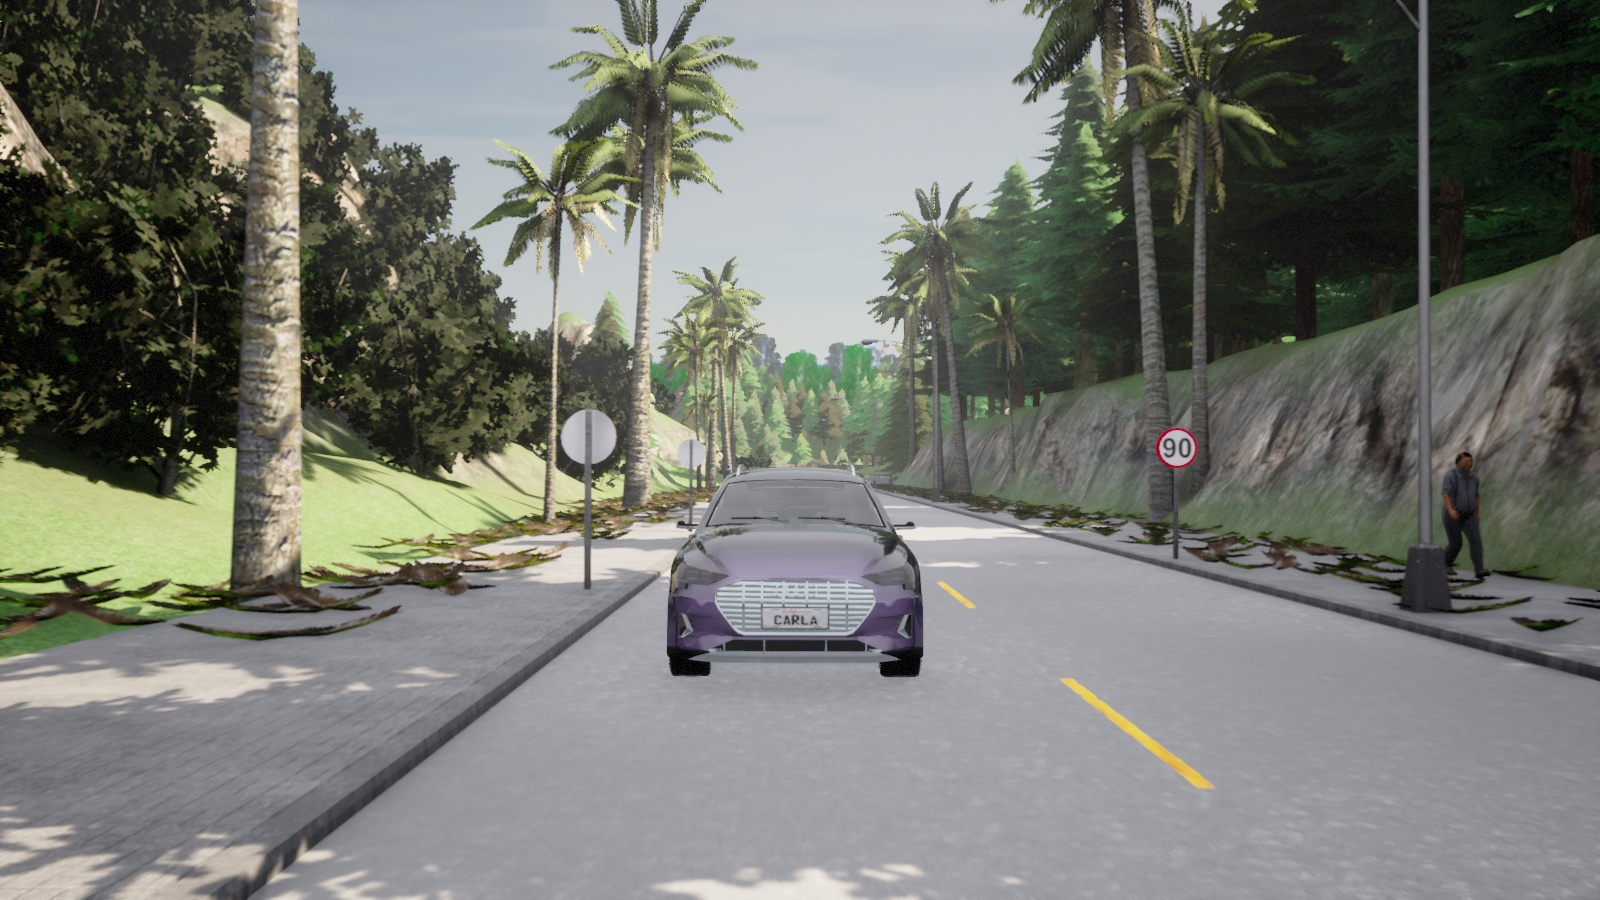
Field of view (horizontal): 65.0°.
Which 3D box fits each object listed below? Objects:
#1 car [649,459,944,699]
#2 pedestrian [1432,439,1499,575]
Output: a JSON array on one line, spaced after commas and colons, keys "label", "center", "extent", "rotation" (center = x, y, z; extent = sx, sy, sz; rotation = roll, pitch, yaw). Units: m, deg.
[{"label": "car", "center": [-0.031, 0.931, 11.129], "extent": [2.033, 1.649, 4.856], "rotation": [0, -1, 0]}, {"label": "pedestrian", "center": [9.254, 0.780, 17.478], "extent": [0.540, 1.848, 0.694], "rotation": [0, -1, 0]}]
